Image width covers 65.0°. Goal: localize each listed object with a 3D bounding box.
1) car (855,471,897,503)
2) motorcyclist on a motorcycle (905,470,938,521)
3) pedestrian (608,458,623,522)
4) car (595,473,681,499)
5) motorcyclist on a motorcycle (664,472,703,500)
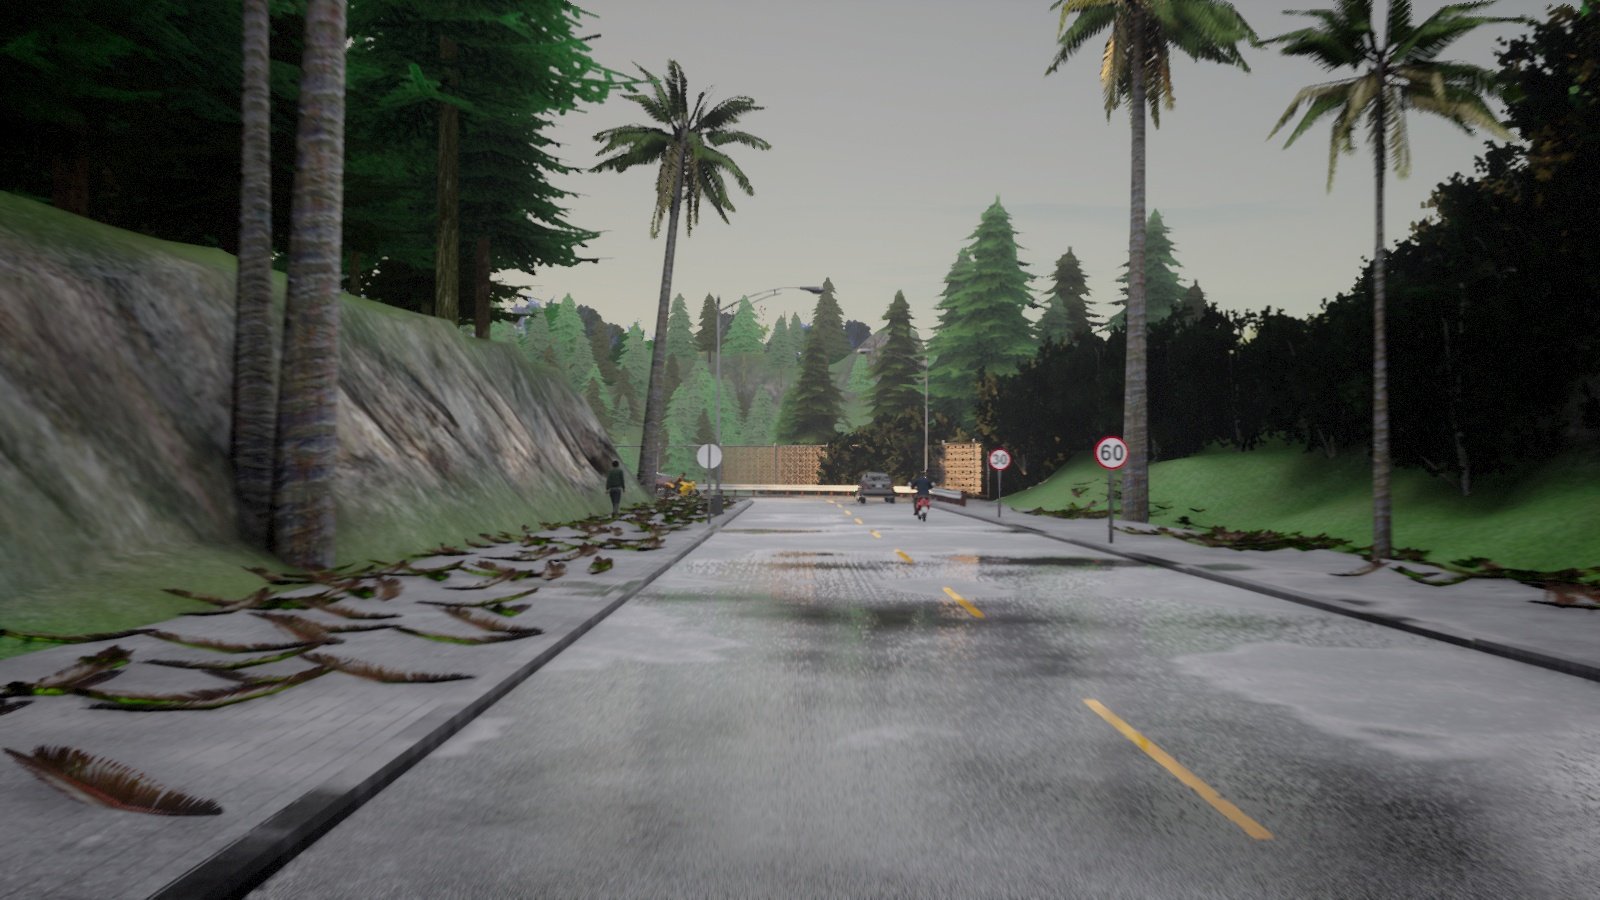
[{"bbox_3d":[3.795,1.862,63.588,1.789,1.549,3.705,0,-1,-2],"label":"car"},{"bbox_3d":[3.902,1.440,40.351,0.866,1.590,1.817,0,-1,0],"label":"motorcyclist on a motorcycle"},{"bbox_3d":[-5.404,1.175,36.869,0.353,1.847,0.614,0,-1,0],"label":"pedestrian"},{"bbox_3d":[-9.647,2.130,74.963,4.792,1.488,2.163,0,-1,2],"label":"car"},{"bbox_3d":[-6.544,2.030,70.777,2.044,1.523,0.797,0,0,6],"label":"motorcyclist on a motorcycle"}]
